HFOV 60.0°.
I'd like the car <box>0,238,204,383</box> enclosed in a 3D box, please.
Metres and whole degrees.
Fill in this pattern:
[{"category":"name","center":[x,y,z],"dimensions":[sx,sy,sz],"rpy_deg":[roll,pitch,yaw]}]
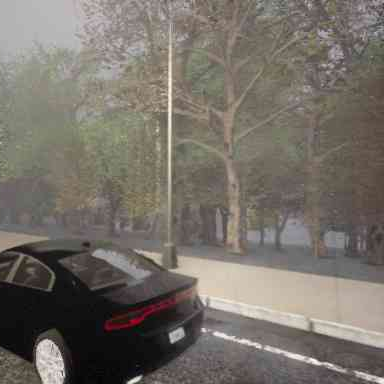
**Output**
[{"category":"car","center":[-2.183,1.485,5.242],"dimensions":[5.008,1.535,1.882],"rpy_deg":[0,0,36]}]
